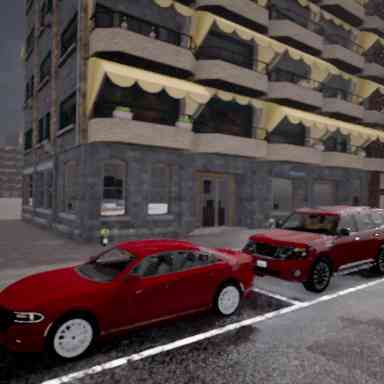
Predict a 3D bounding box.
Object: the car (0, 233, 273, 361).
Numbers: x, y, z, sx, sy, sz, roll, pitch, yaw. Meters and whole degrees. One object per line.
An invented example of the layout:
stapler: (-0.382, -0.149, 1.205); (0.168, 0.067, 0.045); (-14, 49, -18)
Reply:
car: (-0.862, 1.556, 5.931); (4.507, 1.381, 1.887); (0, 1, -35)

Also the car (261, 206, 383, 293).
car: (3.673, 1.349, 9.163); (5.009, 1.841, 2.192); (0, 1, -35)
